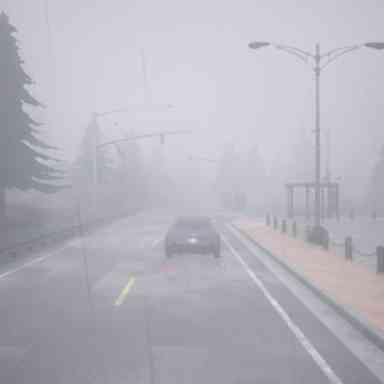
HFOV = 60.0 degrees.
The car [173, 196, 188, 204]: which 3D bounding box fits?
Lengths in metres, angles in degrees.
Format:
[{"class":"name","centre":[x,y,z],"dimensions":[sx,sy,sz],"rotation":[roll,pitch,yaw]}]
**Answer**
[{"class":"car","centre":[-2.176,1.542,66.647],"dimensions":[1.837,1.490,4.892],"rotation":[-1,0,19]}]

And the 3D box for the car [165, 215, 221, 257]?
[{"class":"car","centre":[0.048,1.573,12.978],"dimensions":[1.994,1.385,4.181],"rotation":[0,0,1]}]
